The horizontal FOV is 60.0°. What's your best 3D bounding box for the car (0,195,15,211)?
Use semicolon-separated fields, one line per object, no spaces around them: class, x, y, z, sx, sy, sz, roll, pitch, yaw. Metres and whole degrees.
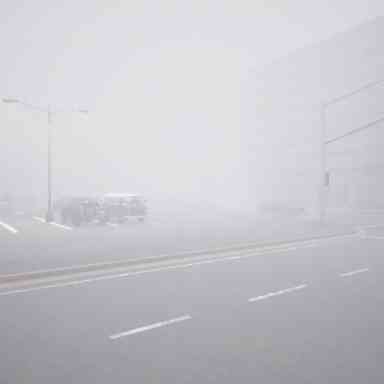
car;-21.843;1.451;37.873;1.970;1.475;3.806;0;0;-35

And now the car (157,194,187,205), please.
car;-3.574;1.533;58.429;1.882;1.535;5.008;0;0;-36

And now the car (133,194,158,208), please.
car;-7.986;1.406;58.370;2.097;1.767;4.553;0;0;-35

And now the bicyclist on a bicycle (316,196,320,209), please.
bicyclist on a bicycle;16.475;1.356;42.858;1.656;1.620;0.582;0;0;-35

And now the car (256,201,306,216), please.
car;9.053;1.603;34.350;2.033;1.411;5.357;0;0;-36

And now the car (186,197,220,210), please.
car;1.671;1.656;44.707;1.895;1.301;4.718;0;0;-35

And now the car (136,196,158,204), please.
car;-8.989;1.547;66.007;2.128;1.511;4.902;0;0;-35

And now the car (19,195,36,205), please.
car;-27.331;1.209;55.321;1.932;1.855;4.605;0;0;-35

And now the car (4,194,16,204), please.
car;-29.725;1.212;53.694;1.905;1.878;3.866;0;0;-35

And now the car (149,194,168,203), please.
car;-7.056;1.407;69.343;2.097;1.767;4.553;0;0;-35

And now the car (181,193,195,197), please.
car;-1.521;1.277;61.582;2.150;2.045;5.566;0;0;-35
